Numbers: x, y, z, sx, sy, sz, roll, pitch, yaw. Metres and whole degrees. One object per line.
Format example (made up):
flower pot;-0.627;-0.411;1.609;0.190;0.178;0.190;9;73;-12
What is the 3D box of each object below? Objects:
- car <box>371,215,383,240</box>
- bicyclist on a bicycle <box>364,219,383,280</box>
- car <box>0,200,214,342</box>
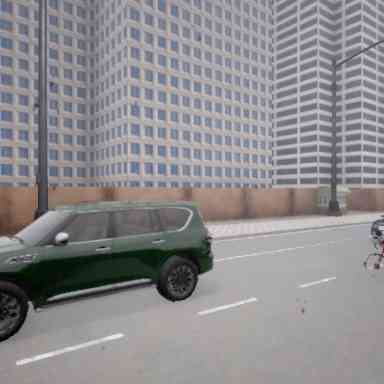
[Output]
car;10.355;1.491;15.727;4.902;1.511;2.128;0;0;-35
bicyclist on a bicycle;5.078;1.455;8.255;0.582;1.620;1.656;0;-2;-36
car;-2.089;1.220;6.778;5.566;2.045;2.150;0;0;-36
